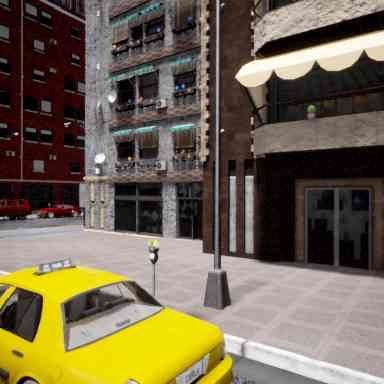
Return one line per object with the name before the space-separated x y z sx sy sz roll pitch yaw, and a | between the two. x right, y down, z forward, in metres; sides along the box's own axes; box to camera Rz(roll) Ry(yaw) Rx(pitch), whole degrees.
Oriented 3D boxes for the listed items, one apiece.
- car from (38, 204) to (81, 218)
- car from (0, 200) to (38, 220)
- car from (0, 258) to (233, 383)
car | -13.556 1.923 34.101 1.887 1.381 4.507 -1 -2 35
car | -16.838 1.591 29.453 2.192 1.841 5.009 -1 -2 35
car | -1.874 1.525 4.199 4.829 1.417 1.752 0 0 35
